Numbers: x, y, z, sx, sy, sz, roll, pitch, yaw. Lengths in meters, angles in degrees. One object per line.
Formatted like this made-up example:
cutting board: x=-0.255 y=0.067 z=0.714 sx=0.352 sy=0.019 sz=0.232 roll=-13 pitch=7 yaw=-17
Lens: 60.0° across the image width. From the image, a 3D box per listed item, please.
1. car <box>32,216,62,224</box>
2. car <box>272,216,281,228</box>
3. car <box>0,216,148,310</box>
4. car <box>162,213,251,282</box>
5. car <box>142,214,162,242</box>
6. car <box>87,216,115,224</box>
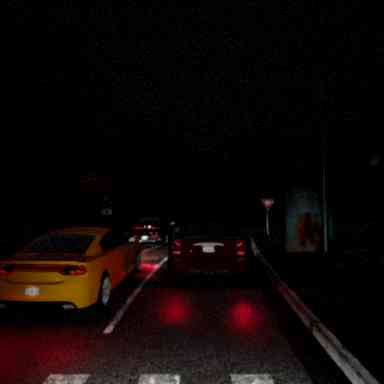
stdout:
car: x=-23.181 y=4.620 z=53.746 sx=4.718 sy=1.301 sz=1.895 roll=3 pitch=-5 yaw=-33
car: x=11.335 y=3.379 z=38.831 sx=5.008 sy=1.535 sz=1.882 roll=0 pitch=-4 yaw=-44
car: x=-2.530 y=1.552 z=8.012 sx=1.882 sy=1.535 sz=5.008 roll=0 pitch=-1 yaw=3
car: x=0.528 y=1.473 z=10.218 sx=2.097 sy=1.767 sz=4.553 roll=0 pitch=-2 yaw=3
car: x=-2.047 y=1.960 z=17.506 sx=1.837 sy=1.490 sz=4.892 roll=0 pitch=-3 yaw=2
car: x=-15.433 y=4.725 z=56.462 sx=4.181 sy=1.385 sz=1.994 roll=0 pitch=-4 yaw=-4
